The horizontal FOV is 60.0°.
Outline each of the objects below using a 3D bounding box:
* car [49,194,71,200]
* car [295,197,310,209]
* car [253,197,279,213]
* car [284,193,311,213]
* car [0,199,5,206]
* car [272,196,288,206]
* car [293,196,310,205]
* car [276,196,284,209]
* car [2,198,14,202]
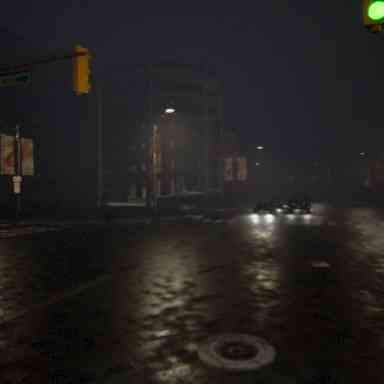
[{"bbox_3d":[-31.278,1.422,78.716,5.566,2.045,2.435,-1,0,20],"label":"car"},{"bbox_3d":[14.849,1.379,44.547,1.812,1.442,4.674,-1,0,21],"label":"car"},{"bbox_3d":[7.844,1.529,35.774,1.895,1.301,4.718,-1,0,20],"label":"car"},{"bbox_3d":[11.434,1.109,35.401,2.150,2.045,5.566,-1,0,20],"label":"car"},{"bbox_3d":[-36.879,1.912,61.067,4.718,1.301,1.895,-1,0,20],"label":"car"},{"bbox_3d":[14.319,1.411,54.376,2.033,1.411,5.357,-1,0,10],"label":"car"},{"bbox_3d":[17.892,1.371,54.549,2.033,1.411,5.357,-1,0,10],"label":"car"},{"bbox_3d":[11.040,1.401,44.341,1.837,1.490,4.892,-1,0,21],"label":"car"},{"bbox_3d":[-28.407,1.667,49.977,4.674,1.452,2.002,-1,0,20],"label":"car"}]
